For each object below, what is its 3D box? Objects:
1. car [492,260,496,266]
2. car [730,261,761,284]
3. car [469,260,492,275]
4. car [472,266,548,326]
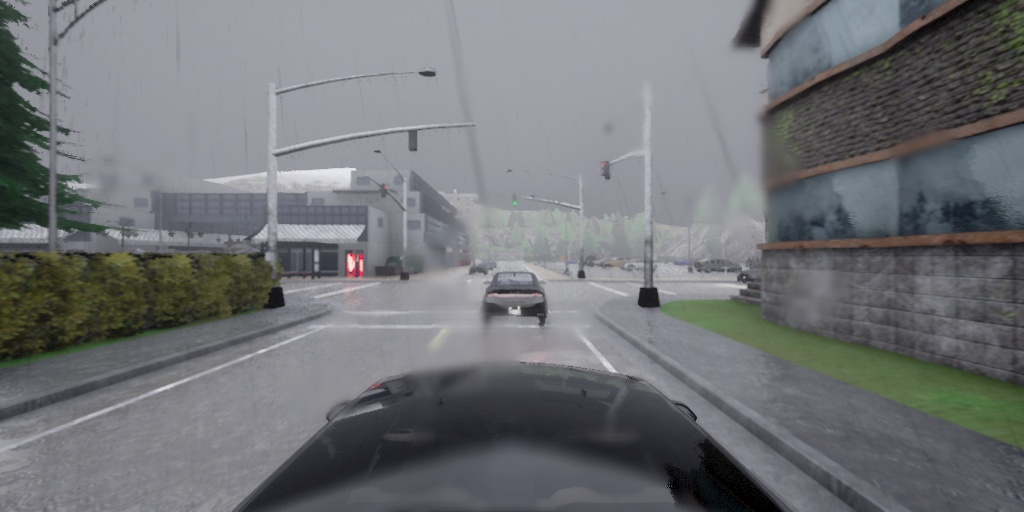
[{"bbox_3d":[-3.594,1.352,49.229,1.994,1.385,4.181,0,0,0],"label":"car"},{"bbox_3d":[16.422,1.155,22.271,4.181,1.385,1.994,0,0,0],"label":"car"},{"bbox_3d":[-3.603,1.381,39.203,1.895,1.301,4.718,0,0,0],"label":"car"},{"bbox_3d":[0.089,1.245,11.751,2.128,1.511,4.902,0,0,0],"label":"car"}]
